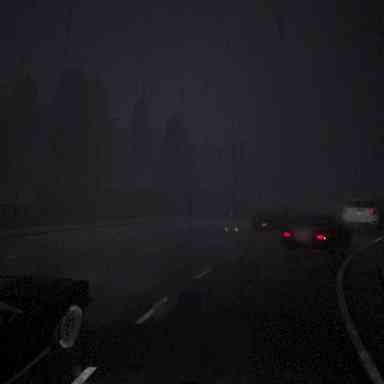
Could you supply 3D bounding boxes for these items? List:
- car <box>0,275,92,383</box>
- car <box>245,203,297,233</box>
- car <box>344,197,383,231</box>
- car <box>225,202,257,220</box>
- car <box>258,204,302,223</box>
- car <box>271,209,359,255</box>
[{"bbox_3d":[-2.845,1.601,3.411,1.895,1.301,4.718,0,0,9],"label":"car"},{"bbox_3d":[5.309,1.593,19.583,1.882,1.535,5.008,0,0,37],"label":"car"},{"bbox_3d":[11.748,1.383,22.163,2.150,2.045,5.566,0,0,39],"label":"car"},{"bbox_3d":[4.908,1.665,30.589,2.128,1.511,4.902,0,0,39],"label":"car"},{"bbox_3d":[7.598,1.774,28.350,1.895,1.301,4.718,0,0,39],"label":"car"},{"bbox_3d":[5.393,1.639,13.999,2.033,1.411,5.357,0,0,34],"label":"car"}]
